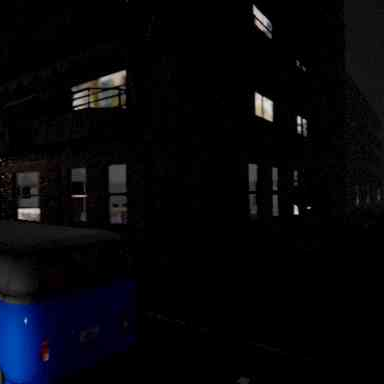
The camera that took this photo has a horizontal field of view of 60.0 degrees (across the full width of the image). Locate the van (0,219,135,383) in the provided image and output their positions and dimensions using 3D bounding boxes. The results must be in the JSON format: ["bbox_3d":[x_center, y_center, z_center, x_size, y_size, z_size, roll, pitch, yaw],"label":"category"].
[{"bbox_3d":[-2.638,1.337,4.778,3.998,1.788,1.690,0,-1,36],"label":"van"}]
